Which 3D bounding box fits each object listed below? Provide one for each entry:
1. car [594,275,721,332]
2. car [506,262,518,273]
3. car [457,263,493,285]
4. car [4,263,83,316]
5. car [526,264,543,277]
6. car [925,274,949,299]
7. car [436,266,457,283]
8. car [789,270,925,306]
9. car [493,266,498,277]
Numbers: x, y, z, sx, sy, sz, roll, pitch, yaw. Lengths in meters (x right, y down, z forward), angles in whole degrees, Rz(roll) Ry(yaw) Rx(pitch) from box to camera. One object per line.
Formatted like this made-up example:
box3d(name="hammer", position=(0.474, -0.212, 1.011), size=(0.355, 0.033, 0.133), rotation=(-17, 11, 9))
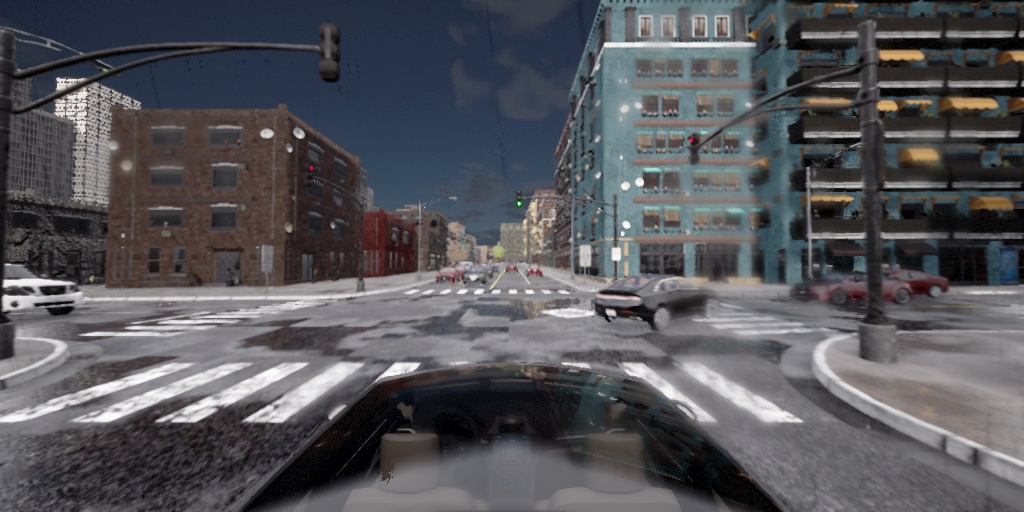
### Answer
box3d(name="car", position=(4.731, 1.342, 11.389), size=(4.902, 1.511, 2.128), rotation=(-1, -1, -35))
box3d(name="car", position=(-0.003, 1.861, 60.491), size=(2.097, 1.767, 4.553), rotation=(0, -1, 0))
box3d(name="car", position=(-3.092, 1.621, 31.117), size=(2.128, 1.511, 4.902), rotation=(0, -1, 0))
box3d(name="car", position=(-19.072, 1.234, 12.881), size=(5.566, 2.045, 2.150), rotation=(0, -2, 1))
box3d(name="car", position=(2.689, 1.739, 44.271), size=(1.967, 1.591, 4.097), rotation=(0, 0, 0))
box3d(name="car", position=(19.475, 1.419, 18.376), size=(4.507, 1.381, 1.888), rotation=(0, 0, 1))
box3d(name="car", position=(-5.768, 1.697, 32.841), size=(1.888, 1.381, 4.507), rotation=(0, 0, 0))
box3d(name="car", position=(14.758, 1.392, 15.764), size=(4.181, 1.385, 1.994), rotation=(0, -2, 0))
box3d(name="car", position=(-3.087, 1.753, 41.359), size=(2.128, 1.511, 4.902), rotation=(0, -1, 0))
